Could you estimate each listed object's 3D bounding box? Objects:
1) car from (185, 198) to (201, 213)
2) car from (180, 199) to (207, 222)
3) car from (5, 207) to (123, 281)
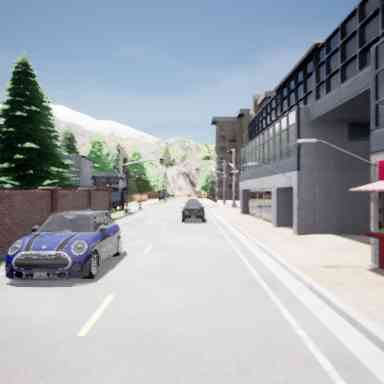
[{"bbox_3d":[0.071,1.567,39.690,1.837,1.490,4.892,0,0,-1],"label":"car"},{"bbox_3d":[0.110,1.548,26.922,1.837,1.490,4.892,0,0,0],"label":"car"},{"bbox_3d":[-3.540,1.367,10.042,2.097,1.767,4.553,0,0,0],"label":"car"}]
